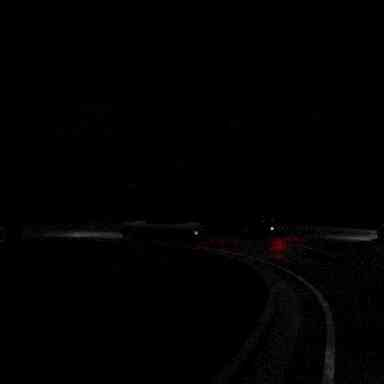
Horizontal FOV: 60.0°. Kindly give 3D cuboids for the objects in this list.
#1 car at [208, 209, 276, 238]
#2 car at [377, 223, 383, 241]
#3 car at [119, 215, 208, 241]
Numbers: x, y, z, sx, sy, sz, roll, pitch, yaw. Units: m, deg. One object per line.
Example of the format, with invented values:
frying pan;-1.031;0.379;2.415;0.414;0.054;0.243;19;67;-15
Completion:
car;2.613;1.834;20.110;4.892;1.490;1.837;-2;-3;40
car;10.581;1.647;14.743;1.812;1.442;4.674;0;-1;-18
car;-1.782;1.970;18.865;4.718;1.301;1.895;-1;-1;26
